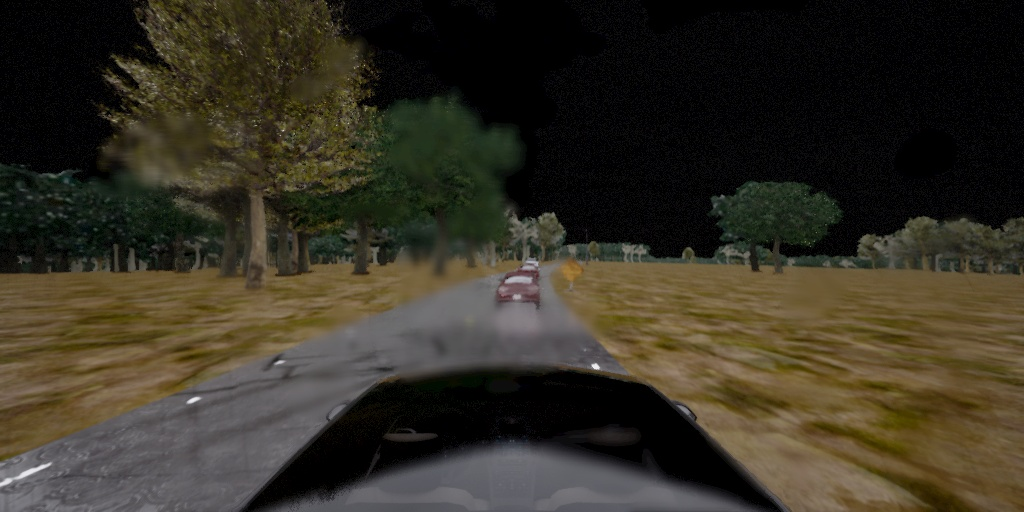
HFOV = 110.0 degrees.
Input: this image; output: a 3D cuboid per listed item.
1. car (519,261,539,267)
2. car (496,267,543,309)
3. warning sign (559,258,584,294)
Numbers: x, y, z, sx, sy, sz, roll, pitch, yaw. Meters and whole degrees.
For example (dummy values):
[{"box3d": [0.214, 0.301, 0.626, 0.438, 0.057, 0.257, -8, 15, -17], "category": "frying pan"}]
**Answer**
[{"box3d": [1.382, 1.471, 30.894, 1.882, 1.535, 5.008, 0, 0, 6], "category": "car"}, {"box3d": [0.356, 1.401, 15.658, 1.812, 1.442, 4.674, 0, 0, 3], "category": "car"}, {"box3d": [3.121, 1.018, 18.773, 1.300, 1.860, 1.060, 0, 0, 3], "category": "warning sign"}]
